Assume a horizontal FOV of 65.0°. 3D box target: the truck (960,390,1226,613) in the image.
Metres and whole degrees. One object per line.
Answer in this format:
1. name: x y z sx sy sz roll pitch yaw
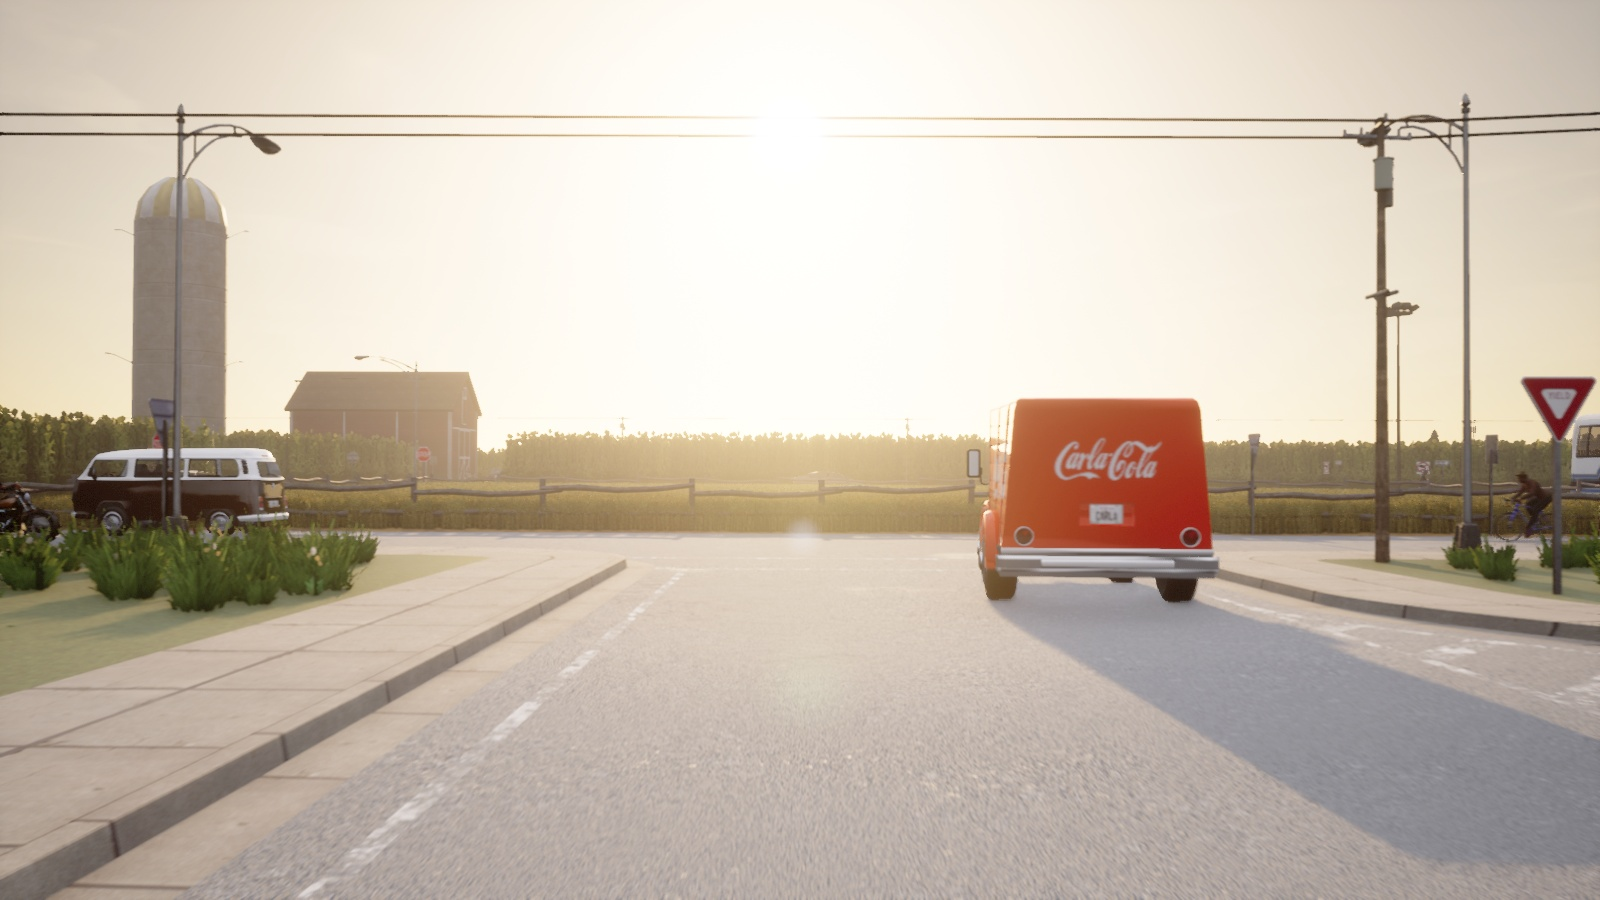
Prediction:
1. truck: 3.597 0.599 16.631 2.627 2.467 5.204 0 0 4

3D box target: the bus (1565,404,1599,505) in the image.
1. bus: 35.895 0.135 50.200 3.944 4.253 10.273 0 -1 -3

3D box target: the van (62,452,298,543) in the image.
1. van: -14.413 1.088 29.374 4.480 2.038 2.069 0 -1 1

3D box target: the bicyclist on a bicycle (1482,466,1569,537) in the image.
1. bicyclist on a bicycle: 16.742 1.186 28.997 1.656 1.620 0.582 0 -1 1

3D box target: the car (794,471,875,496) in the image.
1. car: 2.072 2.004 75.149 4.792 1.488 2.163 0 -1 1

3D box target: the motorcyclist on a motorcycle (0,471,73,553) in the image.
1. motorcyclist on a motorcycle: -16.411 1.265 25.929 2.350 1.649 0.766 0 -1 2
